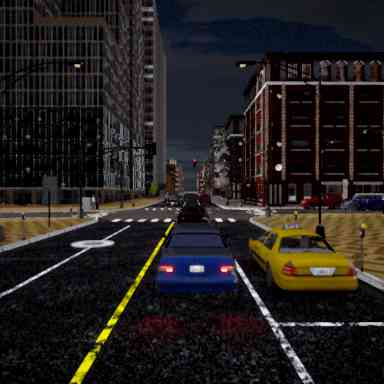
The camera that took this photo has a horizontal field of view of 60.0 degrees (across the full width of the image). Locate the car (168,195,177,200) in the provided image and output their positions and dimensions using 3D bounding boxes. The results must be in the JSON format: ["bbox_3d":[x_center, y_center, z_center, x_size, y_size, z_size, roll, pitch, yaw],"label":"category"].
[{"bbox_3d":[-5.331,1.545,91.449,2.008,1.369,4.403,0,0,0],"label":"car"}]

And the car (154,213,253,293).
[{"bbox_3d":[0.095,1.546,8.987,2.033,1.411,5.357,0,0,0],"label":"car"}]

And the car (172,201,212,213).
[{"bbox_3d":[0.080,1.502,18.728,1.837,1.490,4.892,0,0,0],"label":"car"}]

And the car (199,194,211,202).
[{"bbox_3d":[2.553,1.309,63.485,2.192,1.841,5.009,0,0,0],"label":"car"}]

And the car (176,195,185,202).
[{"bbox_3d":[-2.764,1.542,79.962,1.994,1.385,4.181,0,0,0],"label":"car"}]

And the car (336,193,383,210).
[{"bbox_3d":[18.894,1.087,36.616,4.553,1.767,2.097,-1,0,-1],"label":"car"}]

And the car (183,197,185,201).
[{"bbox_3d":[-2.770,1.345,67.928,2.097,1.767,4.553,0,0,0],"label":"car"}]

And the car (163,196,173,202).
[{"bbox_3d":[-5.329,1.545,74.670,2.008,1.369,4.403,0,0,0],"label":"car"}]

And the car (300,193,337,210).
[{"bbox_3d":[15.307,1.089,39.032,5.009,1.841,2.192,-1,1,-1],"label":"car"}]

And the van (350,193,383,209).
[{"bbox_3d":[20.963,1.044,39.092,3.998,1.788,1.690,-1,1,-1],"label":"van"}]

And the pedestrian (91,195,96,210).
[{"bbox_3d":[-12.355,1.264,41.673,0.375,1.860,0.375,0,1,-1],"label":"pedestrian"}]

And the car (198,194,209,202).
[{"bbox_3d":[2.551,1.309,74.671,2.192,1.841,5.009,0,0,0],"label":"car"}]

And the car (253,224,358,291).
[{"bbox_3d":[2.563,1.524,8.838,1.752,1.417,4.829,0,0,0],"label":"car"}]

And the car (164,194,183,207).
[{"bbox_3d":[-2.821,1.484,49.829,2.128,1.511,4.902,0,0,-1],"label":"car"}]

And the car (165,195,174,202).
[{"bbox_3d":[-5.330,1.539,80.263,1.887,1.381,4.507,0,0,0],"label":"car"}]
